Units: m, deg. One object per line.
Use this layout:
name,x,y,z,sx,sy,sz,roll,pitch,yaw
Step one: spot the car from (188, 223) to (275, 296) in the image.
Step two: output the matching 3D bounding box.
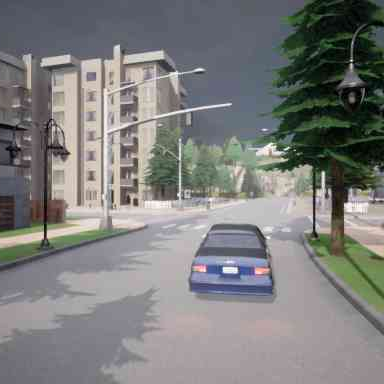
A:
car,1.138,1.547,8.865,2.033,1.411,5.357,0,0,9
